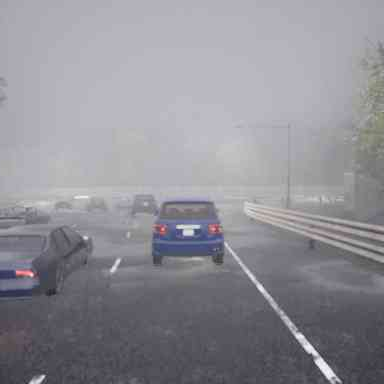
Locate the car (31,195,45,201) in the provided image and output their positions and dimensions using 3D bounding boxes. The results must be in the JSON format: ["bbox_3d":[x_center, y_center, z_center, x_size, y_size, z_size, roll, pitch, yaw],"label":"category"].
[{"bbox_3d":[-39.385,1.492,84.868,4.181,1.385,1.994,0,0,39],"label":"car"}]

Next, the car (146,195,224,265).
[{"bbox_3d":[-0.161,1.194,11.775,2.150,2.045,5.566,0,0,-1],"label":"car"}]

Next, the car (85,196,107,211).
[{"bbox_3d":[-11.438,1.300,39.511,2.097,1.767,4.553,0,0,-22],"label":"car"}]

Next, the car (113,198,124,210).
[{"bbox_3d":[-8.794,1.497,42.251,1.994,1.385,4.181,0,0,-23],"label":"car"}]

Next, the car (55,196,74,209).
[{"bbox_3d":[-16.637,1.484,42.895,1.812,1.442,4.674,0,0,-24],"label":"car"}]

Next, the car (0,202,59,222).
[{"bbox_3d":[-8.617,1.482,17.003,2.128,1.511,4.902,0,0,-10],"label":"car"}]

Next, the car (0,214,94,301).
[{"bbox_3d":[-3.908,1.541,8.495,2.033,1.411,5.357,0,0,-6],"label":"car"}]

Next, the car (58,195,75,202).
[{"bbox_3d":[-27.485,1.479,72.882,1.994,1.385,4.181,0,0,-42],"label":"car"}]

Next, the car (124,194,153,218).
[{"bbox_3d":[-4.592,1.167,30.250,2.150,2.045,5.566,0,0,-16],"label":"car"}]
